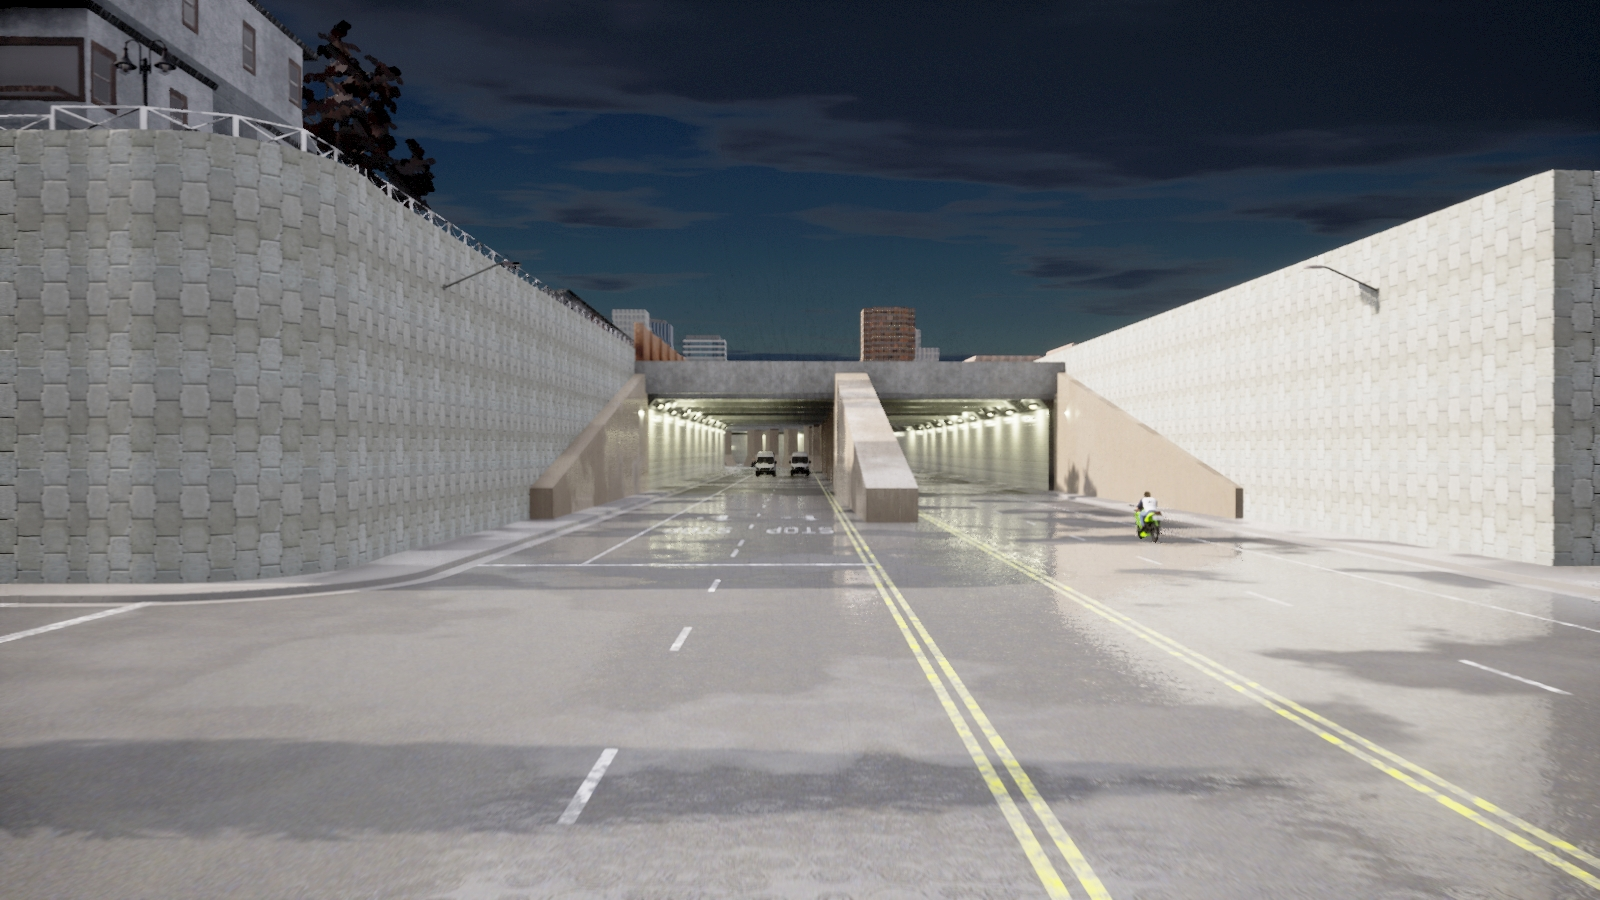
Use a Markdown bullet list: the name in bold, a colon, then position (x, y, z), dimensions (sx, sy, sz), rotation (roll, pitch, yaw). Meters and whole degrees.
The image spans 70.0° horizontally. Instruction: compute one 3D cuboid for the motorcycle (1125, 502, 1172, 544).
- **motorcycle**: position (10.481, 2.189, 34.460), dimensions (0.803, 1.145, 2.033), rotation (0, 0, 0)
